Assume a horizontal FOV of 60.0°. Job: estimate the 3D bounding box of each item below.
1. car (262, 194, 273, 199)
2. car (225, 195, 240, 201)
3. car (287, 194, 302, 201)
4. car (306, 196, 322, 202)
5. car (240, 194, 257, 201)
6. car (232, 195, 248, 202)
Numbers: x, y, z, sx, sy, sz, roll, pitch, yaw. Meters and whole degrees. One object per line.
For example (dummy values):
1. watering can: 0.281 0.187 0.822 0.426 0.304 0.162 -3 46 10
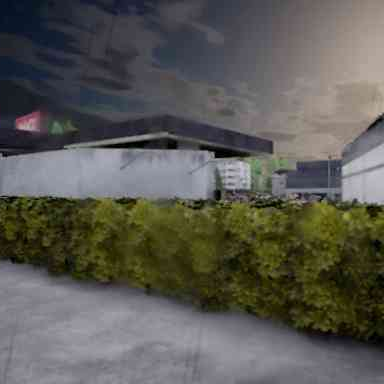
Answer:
1. car: 18.080 1.327 79.791 1.970 1.475 3.806 0 0 35
2. car: 6.082 1.425 57.002 1.970 1.475 3.806 0 0 35
3. car: 23.512 1.248 76.360 2.152 1.636 5.027 0 0 35
4. car: 20.708 1.369 56.201 2.007 1.523 4.514 0 0 35
5. car: 10.935 1.171 63.956 1.932 1.855 4.605 0 0 35
6. car: 11.026 1.384 76.138 2.007 1.523 4.514 0 0 35
